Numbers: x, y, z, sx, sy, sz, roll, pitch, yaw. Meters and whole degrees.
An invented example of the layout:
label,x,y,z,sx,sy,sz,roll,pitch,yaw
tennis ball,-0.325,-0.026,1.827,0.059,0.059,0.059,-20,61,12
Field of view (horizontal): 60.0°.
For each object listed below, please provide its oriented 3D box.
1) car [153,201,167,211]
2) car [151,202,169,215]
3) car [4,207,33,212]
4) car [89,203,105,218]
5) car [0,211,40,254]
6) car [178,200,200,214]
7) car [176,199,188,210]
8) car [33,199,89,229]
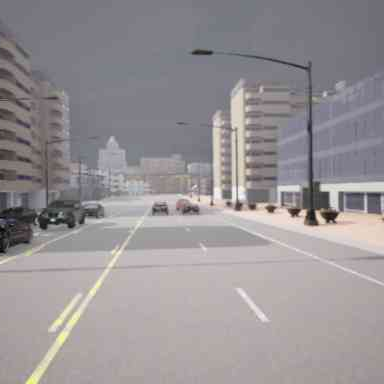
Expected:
label,x,y,z,sx,sy,sz,roll,pitch,yaw
car,-4.817,2.109,50.062,1.895,1.301,4.718,-1,-1,-6
car,-3.751,1.878,39.400,2.128,1.511,4.902,-1,-1,-6
car,-13.033,1.890,24.844,1.837,1.490,4.892,-1,-1,-6
car,-10.497,1.925,35.072,1.882,1.535,5.008,-1,-1,-5
car,-8.469,1.776,14.341,1.994,1.385,4.181,-1,0,-6
car,-0.256,1.935,39.641,1.895,1.301,4.718,-1,-1,-6
car,-1.295,1.803,49.911,2.097,1.767,4.553,-1,-1,-6
car,-9.519,1.553,24.812,2.150,2.045,5.566,-1,-1,-6
